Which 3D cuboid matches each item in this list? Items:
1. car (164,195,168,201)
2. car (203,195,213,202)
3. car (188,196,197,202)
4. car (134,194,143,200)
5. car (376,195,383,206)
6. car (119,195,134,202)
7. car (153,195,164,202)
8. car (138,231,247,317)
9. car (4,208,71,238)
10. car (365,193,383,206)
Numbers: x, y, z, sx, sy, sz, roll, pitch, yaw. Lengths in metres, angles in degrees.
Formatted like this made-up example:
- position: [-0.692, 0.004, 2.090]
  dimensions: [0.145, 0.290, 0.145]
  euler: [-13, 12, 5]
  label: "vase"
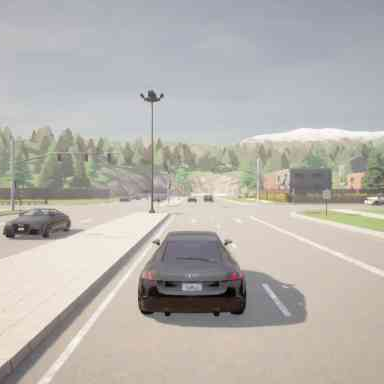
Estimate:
- position: [-7.957, 1.524, 87.606]
  dimensions: [1.812, 1.442, 4.674]
  euler: [0, 0, 0]
  label: "car"
- position: [3.541, 1.355, 74.114]
  dimensions: [2.097, 1.767, 4.553]
  euler: [0, 0, 0]
  label: "car"
- position: [0.038, 1.595, 73.038]
  dimensions: [1.895, 1.301, 4.718]
  euler: [0, 0, 0]
  label: "car"
- position: [-14.957, 1.500, 88.604]
  dimensions: [1.837, 1.490, 4.892]
  euler: [0, 0, 0]
  label: "car"
- position: [31.343, 1.547, 50.079]
  dimensions: [5.357, 1.411, 2.033]
  euler: [0, 0, 0]
  label: "car"
- position: [-14.964, 1.540, 74.580]
  dimensions: [2.033, 1.411, 5.357]
  euler: [0, 0, 0]
  label: "car"
- position: [-7.964, 1.524, 74.216]
  dimensions: [1.812, 1.442, 4.674]
  euler: [0, 0, 0]
  label: "car"
- position: [0.003, 1.563, 7.579]
  dimensions: [1.994, 1.385, 4.181]
  euler: [0, 0, 0]
  label: "car"
- position: [-8.013, 1.564, 17.625]
  dimensions: [1.994, 1.385, 4.181]
  euler: [0, 0, 1]
  label: "car"
- position: [30.927, 1.213, 53.563]
  dimensions: [5.566, 2.045, 2.150]
  euler: [-1, 0, 0]
  label: "car"
